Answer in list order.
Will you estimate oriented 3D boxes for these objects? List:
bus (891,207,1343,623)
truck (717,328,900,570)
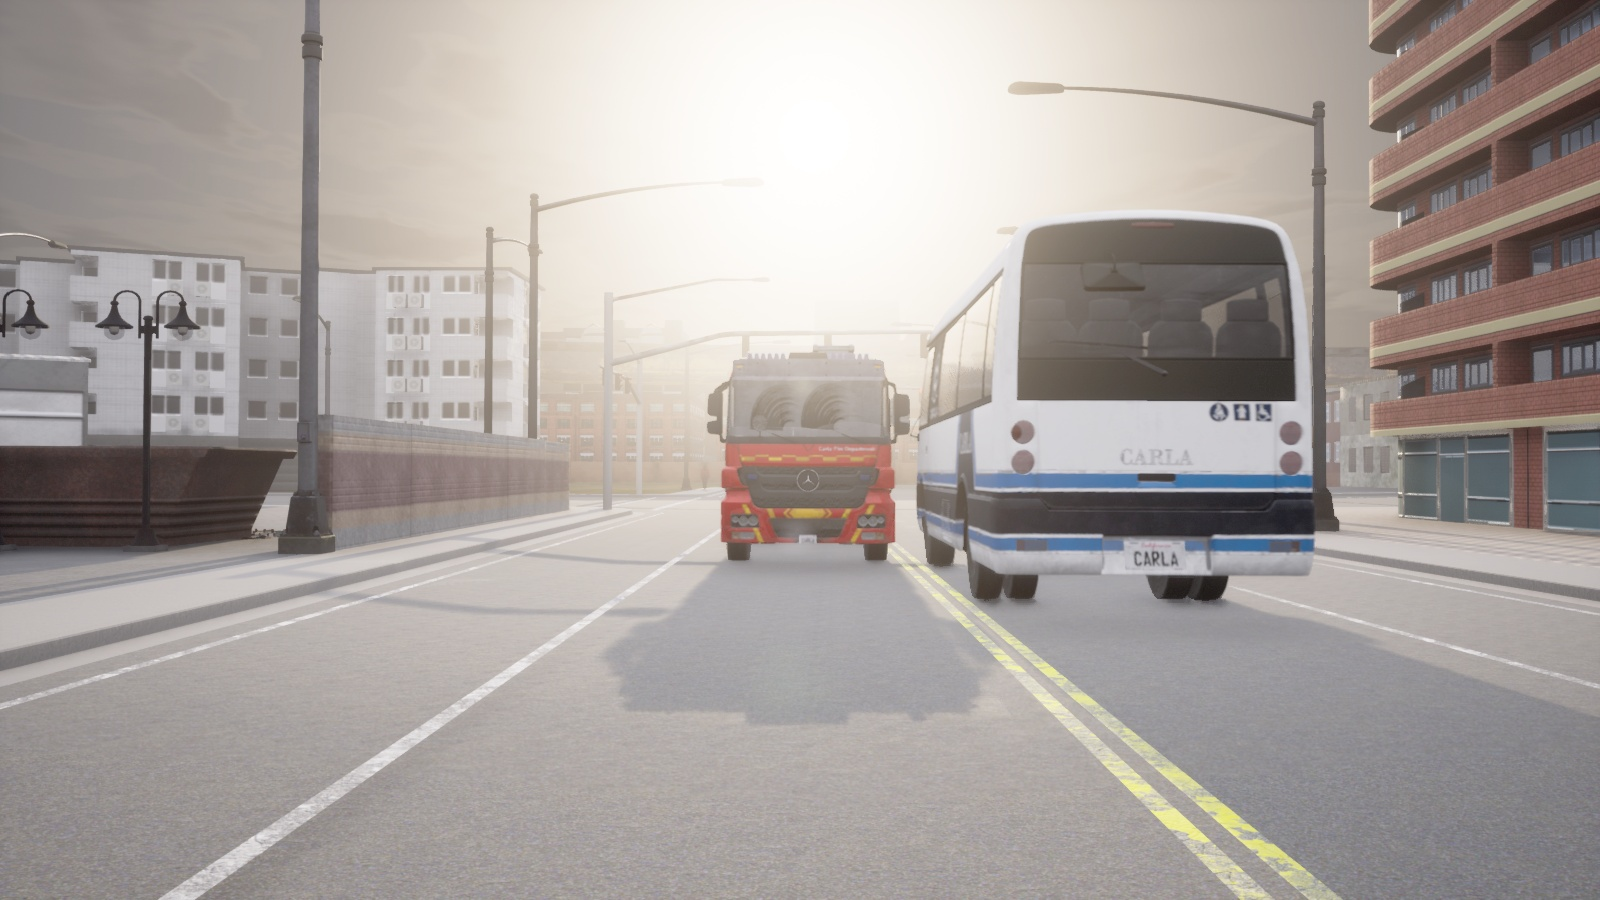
[{"bbox_3d":[3.610,-0.275,18.001,3.944,4.253,10.273,0,-1,1],"label":"bus"},{"bbox_3d":[0.150,0.053,24.125,2.891,3.827,8.468,0,-1,0],"label":"truck"}]
